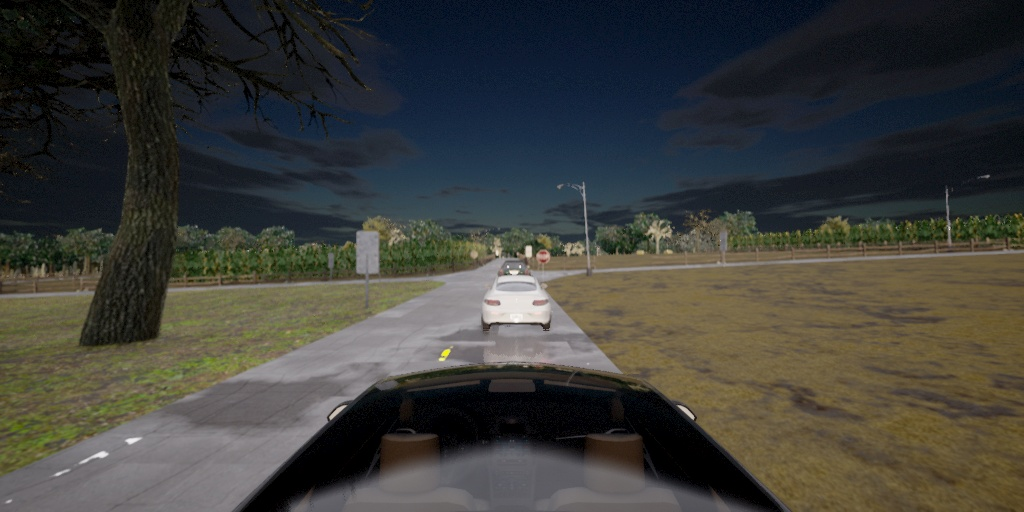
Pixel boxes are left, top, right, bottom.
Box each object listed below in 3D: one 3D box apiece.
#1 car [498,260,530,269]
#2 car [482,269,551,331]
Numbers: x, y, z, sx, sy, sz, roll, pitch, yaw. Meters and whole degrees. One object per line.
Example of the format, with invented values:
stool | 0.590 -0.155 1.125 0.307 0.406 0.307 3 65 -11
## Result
car | 0.142 1.067 24.257 2.097 1.767 4.553 0 0 0
car | 0.124 1.285 10.950 1.812 1.442 4.674 0 0 0
